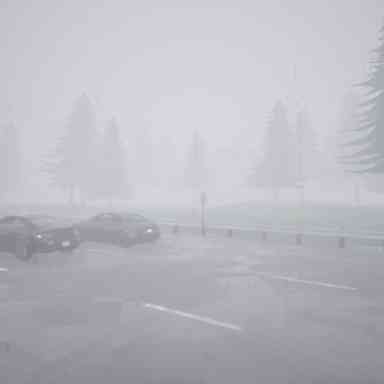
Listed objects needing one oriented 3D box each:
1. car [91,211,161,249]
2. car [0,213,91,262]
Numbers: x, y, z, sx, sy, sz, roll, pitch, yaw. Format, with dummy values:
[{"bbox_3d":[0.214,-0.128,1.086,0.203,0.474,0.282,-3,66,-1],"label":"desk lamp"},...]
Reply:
[{"bbox_3d":[-3.405,1.534,14.491,4.181,1.385,1.994,0,0,32],"label":"car"},{"bbox_3d":[-6.051,1.500,12.030,4.674,1.442,1.812,0,0,32],"label":"car"}]
